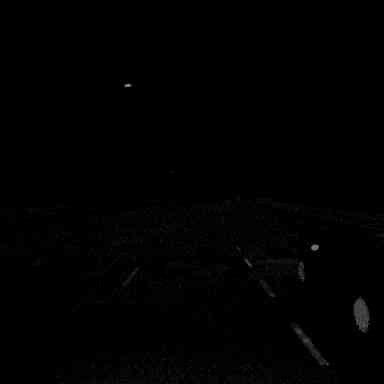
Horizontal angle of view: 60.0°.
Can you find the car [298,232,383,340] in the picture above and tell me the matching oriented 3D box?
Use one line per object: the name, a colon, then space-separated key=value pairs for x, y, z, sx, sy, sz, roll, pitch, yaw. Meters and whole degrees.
car: x=3.645 y=1.550 z=6.678 sx=1.882 sy=1.535 sz=5.008 roll=0 pitch=0 yaw=1
